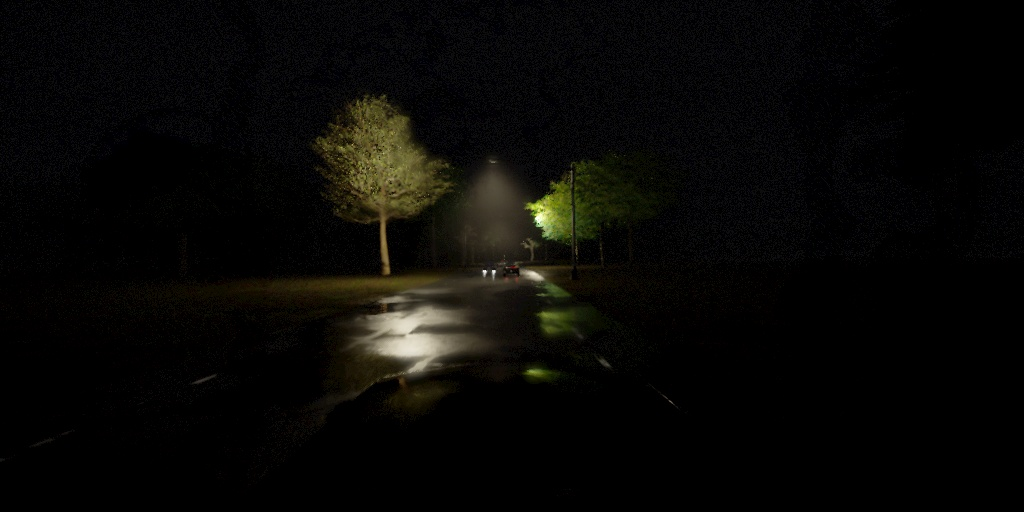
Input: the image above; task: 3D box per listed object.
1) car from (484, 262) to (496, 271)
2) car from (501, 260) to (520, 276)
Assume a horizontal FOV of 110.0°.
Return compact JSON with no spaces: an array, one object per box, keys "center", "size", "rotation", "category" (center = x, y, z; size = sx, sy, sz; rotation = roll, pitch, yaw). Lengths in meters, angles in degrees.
[{"center":[-3.757,1.733,61.019],"size":[1.812,1.442,4.674],"rotation":[-1,0,0],"category":"car"},{"center":[-0.063,1.503,42.302],"size":[2.128,1.511,4.902],"rotation":[-1,0,0],"category":"car"}]
